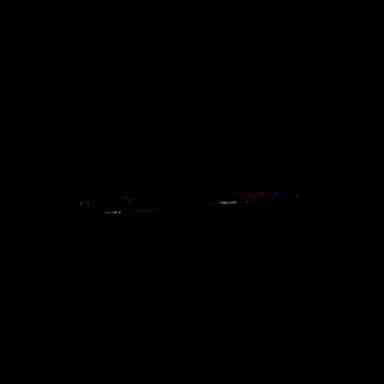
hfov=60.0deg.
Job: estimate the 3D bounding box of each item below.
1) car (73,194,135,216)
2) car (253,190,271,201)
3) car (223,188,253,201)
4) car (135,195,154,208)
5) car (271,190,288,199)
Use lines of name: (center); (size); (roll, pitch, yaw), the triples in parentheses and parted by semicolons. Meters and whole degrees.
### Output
car: (-7.307, 0.907, 27.256); (2.097, 1.767, 4.553); (0, 1, 35)
car: (10.106, 0.421, 51.924); (2.097, 1.767, 4.553); (0, 1, 36)
car: (6.973, 0.332, 52.435); (2.150, 2.045, 5.566); (0, 0, 36)
car: (-6.189, 1.024, 33.797); (2.033, 1.411, 5.357); (0, 1, 35)
car: (15.852, 0.384, 60.170); (1.882, 1.535, 5.008); (0, 1, 35)
